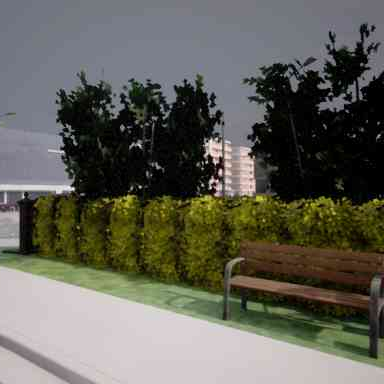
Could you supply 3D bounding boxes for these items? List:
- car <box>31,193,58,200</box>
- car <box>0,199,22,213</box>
[{"bbox_3d":[-15.236,1.163,36.874,2.150,2.045,5.566,0,0,36],"label":"car"},{"bbox_3d":[-19.062,1.498,37.544,2.033,1.411,5.357,0,0,35],"label":"car"}]
